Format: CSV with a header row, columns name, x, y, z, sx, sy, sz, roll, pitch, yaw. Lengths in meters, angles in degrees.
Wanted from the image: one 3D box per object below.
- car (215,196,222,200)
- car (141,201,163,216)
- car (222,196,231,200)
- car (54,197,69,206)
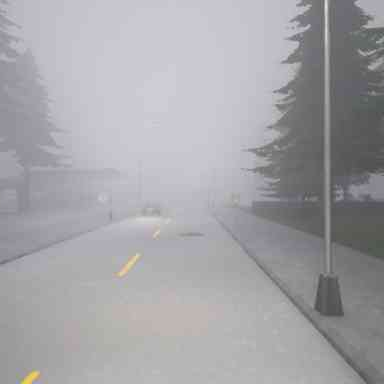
name,x,y,z,sx,sy,sz,roll,pitch,yaw
car,8.244,1.852,94.156,3.633,1.501,1.845,0,0,11
car,-4.120,1.654,34.852,2.128,1.511,4.902,0,0,0
car,11.015,1.935,93.769,1.853,1.218,4.536,0,0,30
car,-23.975,1.704,61.170,1.845,1.501,3.633,0,0,0
